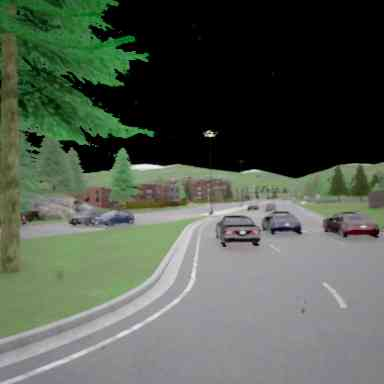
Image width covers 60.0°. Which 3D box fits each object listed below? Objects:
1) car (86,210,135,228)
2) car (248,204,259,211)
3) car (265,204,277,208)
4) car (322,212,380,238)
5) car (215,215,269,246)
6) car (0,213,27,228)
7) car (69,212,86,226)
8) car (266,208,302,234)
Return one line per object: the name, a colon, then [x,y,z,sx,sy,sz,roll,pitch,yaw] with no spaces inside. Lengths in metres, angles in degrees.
car: [-7.060,2.404,30.379,1.812,1.442,4.674,-2,-1,27]
car: [11.824,2.914,63.841,1.895,1.301,4.718,-1,-2,15]
car: [13.291,2.637,55.776,2.033,1.411,5.357,-1,-2,13]
car: [9.290,1.868,19.794,1.994,1.385,4.181,-1,-1,3]
car: [2.303,1.932,17.435,2.033,1.411,5.357,-1,-1,0]
car: [-16.374,2.531,28.057,1.812,1.442,4.674,-2,-2,31]
car: [-9.894,2.548,32.462,1.994,1.385,4.181,-2,-2,27]
car: [5.946,1.995,22.343,1.994,1.385,4.181,-1,-1,3]
